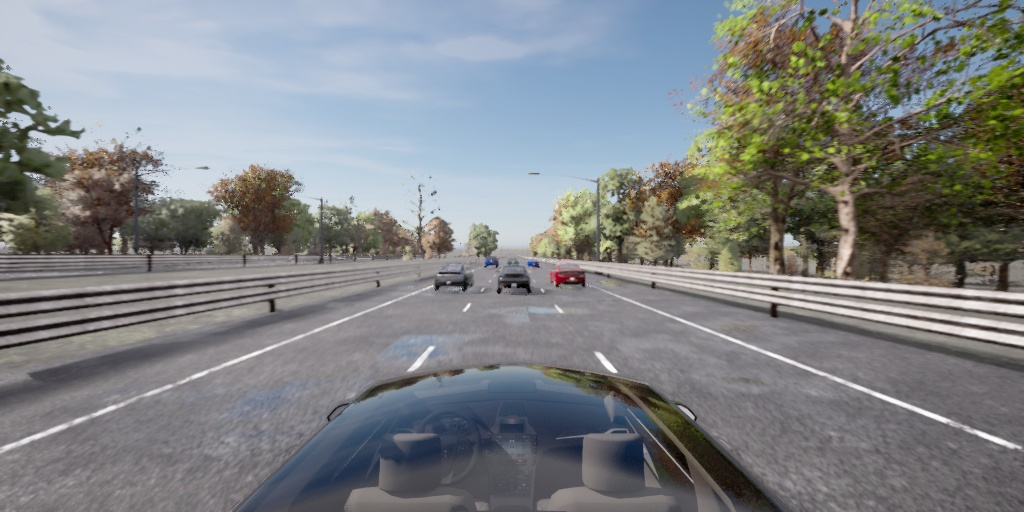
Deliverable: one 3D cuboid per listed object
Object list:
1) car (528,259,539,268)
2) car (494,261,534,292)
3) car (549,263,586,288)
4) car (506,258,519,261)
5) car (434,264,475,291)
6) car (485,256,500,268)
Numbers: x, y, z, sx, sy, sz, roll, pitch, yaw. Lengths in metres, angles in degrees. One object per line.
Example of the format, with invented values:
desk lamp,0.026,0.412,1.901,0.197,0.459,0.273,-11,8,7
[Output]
car,3.631,1.219,62.439,1.882,1.535,5.008,0,0,0
car,0.112,1.254,21.045,1.837,1.490,4.892,0,0,0
car,3.612,1.225,23.947,1.882,1.535,5.008,0,0,0
car,0.130,1.094,59.821,2.097,1.767,4.553,0,0,0
car,-3.389,1.241,21.682,2.128,1.511,4.902,0,0,0
car,-3.369,0.965,61.357,2.150,2.045,5.566,0,0,0
